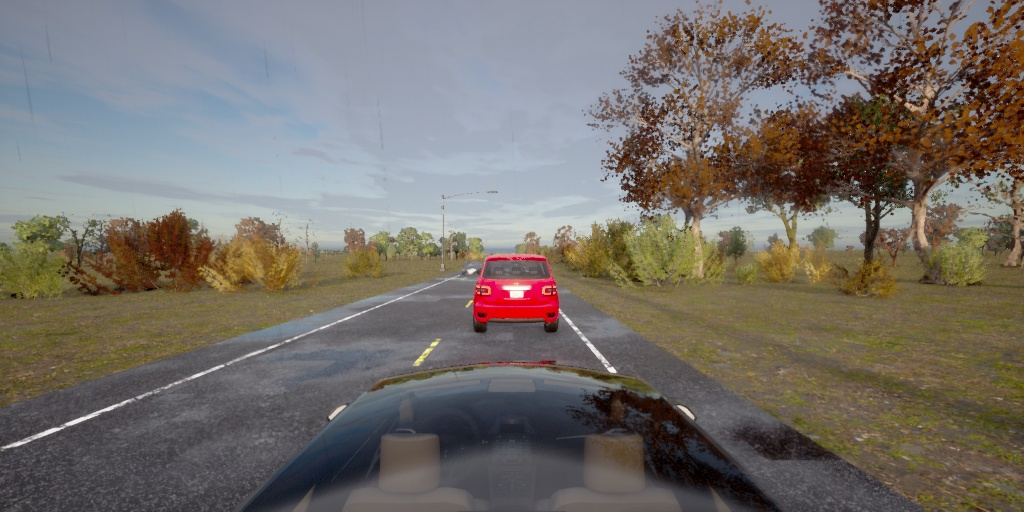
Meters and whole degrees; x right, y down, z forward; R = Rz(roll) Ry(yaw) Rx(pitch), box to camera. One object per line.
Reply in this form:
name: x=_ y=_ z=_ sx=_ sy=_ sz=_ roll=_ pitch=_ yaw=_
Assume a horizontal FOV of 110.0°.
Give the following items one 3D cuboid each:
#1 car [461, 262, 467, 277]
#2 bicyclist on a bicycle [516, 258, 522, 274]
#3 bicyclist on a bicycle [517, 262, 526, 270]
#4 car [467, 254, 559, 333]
car: x=-3.723 y=1.229 z=34.600 sx=2.128 sy=1.511 sz=4.902 roll=0 pitch=0 yaw=0
bicyclist on a bicycle: x=0.802 y=1.106 z=40.086 sx=0.659 sy=1.776 sz=1.843 roll=0 pitch=0 yaw=0
bicyclist on a bicycle: x=0.873 y=1.109 z=30.073 sx=0.659 sy=1.776 sz=1.843 roll=0 pitch=0 yaw=0
car: x=0.083 y=0.968 z=10.894 sx=2.150 sy=2.045 sz=5.566 roll=0 pitch=0 yaw=-1
